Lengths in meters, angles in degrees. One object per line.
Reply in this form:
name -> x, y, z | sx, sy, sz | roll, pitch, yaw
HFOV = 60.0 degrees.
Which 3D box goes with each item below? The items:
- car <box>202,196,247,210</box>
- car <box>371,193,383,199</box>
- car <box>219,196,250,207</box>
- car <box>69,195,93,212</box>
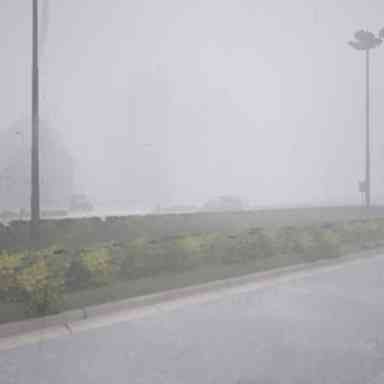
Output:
car -> 3.112, 1.301, 33.678 | 1.932, 1.855, 4.605 | 0, 0, -36
car -> 37.840, 1.193, 64.690 | 2.150, 2.045, 5.566 | 0, 0, -35
car -> 6.707, 1.465, 52.630 | 2.242, 1.667, 4.611 | 0, 0, -36
car -> -12.911, 1.308, 38.449 | 1.905, 1.878, 3.866 | 0, 0, -36
